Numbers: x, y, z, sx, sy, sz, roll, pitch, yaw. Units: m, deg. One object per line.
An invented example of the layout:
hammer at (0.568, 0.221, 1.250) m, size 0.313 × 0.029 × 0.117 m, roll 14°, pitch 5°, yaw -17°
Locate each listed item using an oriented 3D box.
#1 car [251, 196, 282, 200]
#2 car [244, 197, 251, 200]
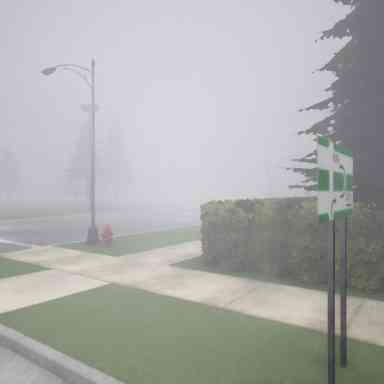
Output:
car at (10.183, 1.526, 45.271) m, size 1.812 × 1.442 × 4.674 m, roll 0°, pitch 0°, yaw 36°
car at (10.548, 1.547, 57.644) m, size 2.033 × 1.411 × 5.357 m, roll 0°, pitch 0°, yaw 38°
